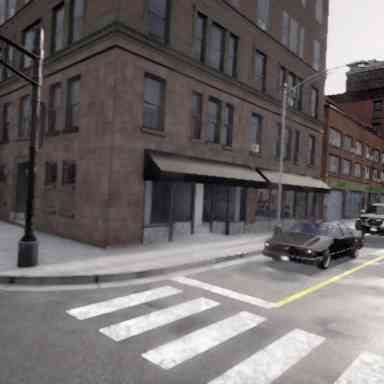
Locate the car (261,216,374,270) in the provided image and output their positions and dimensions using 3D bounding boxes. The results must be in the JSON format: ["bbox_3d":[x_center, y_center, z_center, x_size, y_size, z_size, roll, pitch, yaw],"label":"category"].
[{"bbox_3d":[4.650,1.722,12.128,2.033,1.411,5.357,3,0,42],"label":"car"}]

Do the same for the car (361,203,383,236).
[{"bbox_3d":[11.449,1.700,19.558,2.150,2.045,5.566,3,0,42],"label":"car"}]
